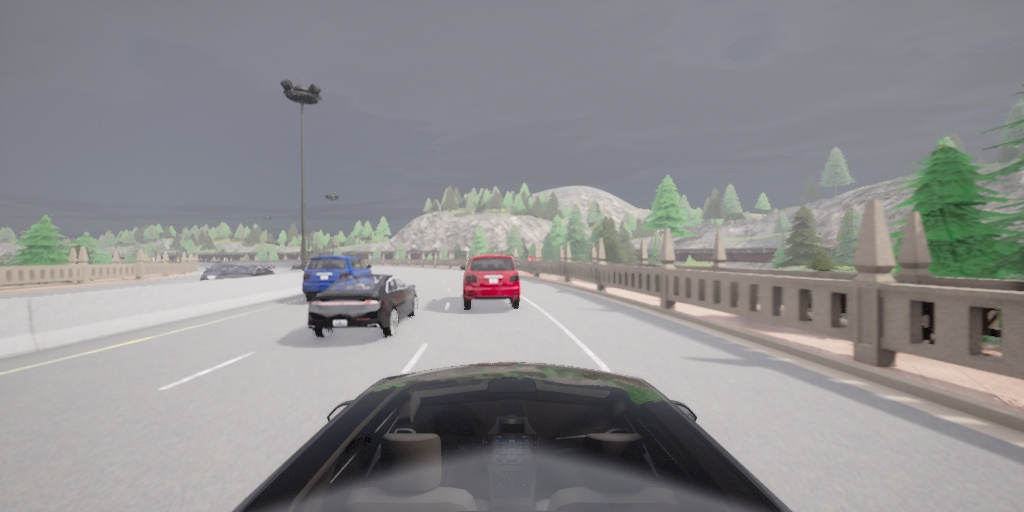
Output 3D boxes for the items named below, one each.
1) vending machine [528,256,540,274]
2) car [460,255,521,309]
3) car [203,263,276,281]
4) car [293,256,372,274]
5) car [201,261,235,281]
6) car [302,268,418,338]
[{"bbox_3d":[2.236,0.945,36.502,1.100,2.100,0.880,0,0,-18],"label":"vending machine"},{"bbox_3d":[-0.989,0.977,15.292,2.150,2.045,5.566,0,0,-7],"label":"car"},{"bbox_3d":[-16.882,1.356,22.878,2.128,1.511,4.902,0,0,-14],"label":"car"},{"bbox_3d":[-8.464,1.024,17.940,2.150,2.045,5.566,0,0,-10],"label":"car"},{"bbox_3d":[-21.810,1.403,27.563,2.128,1.511,4.902,0,0,-18],"label":"car"},{"bbox_3d":[-3.963,1.262,10.276,2.128,1.511,4.902,0,0,-5],"label":"car"}]
